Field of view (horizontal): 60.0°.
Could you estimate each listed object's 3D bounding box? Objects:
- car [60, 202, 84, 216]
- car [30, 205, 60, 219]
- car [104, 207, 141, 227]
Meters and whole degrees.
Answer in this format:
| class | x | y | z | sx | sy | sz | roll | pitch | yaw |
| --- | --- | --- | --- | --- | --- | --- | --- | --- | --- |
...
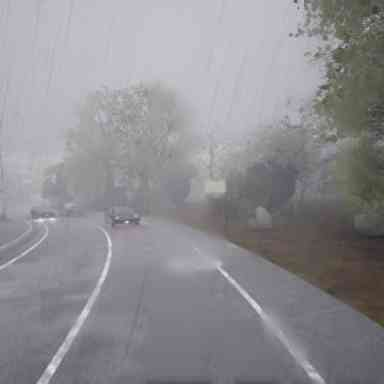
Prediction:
| class | x | y | z | sx | sy | sz | roll | pitch | yaw |
| --- | --- | --- | --- | --- | --- | --- | --- | --- | --- |
| car | -14.680 | 2.002 | 40.204 | 1.812 | 1.442 | 4.674 | -4 | 1 | -35 |
| car | -16.917 | 2.190 | 37.534 | 2.033 | 1.411 | 5.357 | -4 | 1 | -35 |
| car | -5.144 | 1.706 | 23.863 | 1.895 | 1.301 | 4.718 | -2 | 0 | -23 |
